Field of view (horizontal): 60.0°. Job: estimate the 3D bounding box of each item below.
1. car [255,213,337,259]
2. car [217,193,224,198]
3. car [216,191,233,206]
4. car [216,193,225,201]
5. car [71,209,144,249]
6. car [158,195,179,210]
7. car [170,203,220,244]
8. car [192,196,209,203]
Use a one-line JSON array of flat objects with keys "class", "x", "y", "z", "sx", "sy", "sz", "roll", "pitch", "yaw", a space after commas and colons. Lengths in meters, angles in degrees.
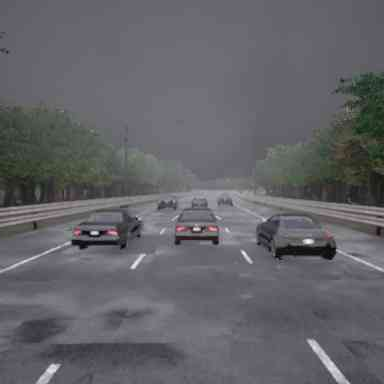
[{"class": "car", "x": 3.592, "y": 1.472, "z": 12.178, "sx": 1.994, "sy": 1.385, "sz": 4.181, "roll": 0, "pitch": 0, "yaw": 1}, {"class": "car", "x": 8.139, "y": 1.013, "z": 95.037, "sx": 1.812, "sy": 1.442, "sz": 4.674, "roll": 0, "pitch": 0, "yaw": 6}, {"class": "car", "x": 4.732, "y": 1.081, "z": 48.479, "sx": 2.097, "sy": 1.767, "sz": 4.553, "roll": 0, "pitch": 0, "yaw": 3}, {"class": "car", "x": 6.198, "y": 1.094, "z": 72.313, "sx": 1.882, "sy": 1.535, "sz": 5.008, "roll": 0, "pitch": 0, "yaw": 4}, {"class": "car", "x": -3.294, "y": 1.436, "z": 13.897, "sx": 2.033, "sy": 1.411, "sz": 5.357, "roll": 0, "pitch": 0, "yaw": 1}, {"class": "car", "x": -2.631, "y": 1.114, "z": 38.111, "sx": 2.097, "sy": 1.767, "sz": 4.553, "roll": 0, "pitch": 0, "yaw": 2}, {"class": "car", "x": 0.222, "y": 1.431, "z": 15.040, "sx": 2.033, "sy": 1.411, "sz": 5.357, "roll": 0, "pitch": 0, "yaw": 1}, {"class": "car", "x": 0.976, "y": 1.249, "z": 40.836, "sx": 2.128, "sy": 1.511, "sz": 4.902, "roll": 0, "pitch": 0, "yaw": 2}]
